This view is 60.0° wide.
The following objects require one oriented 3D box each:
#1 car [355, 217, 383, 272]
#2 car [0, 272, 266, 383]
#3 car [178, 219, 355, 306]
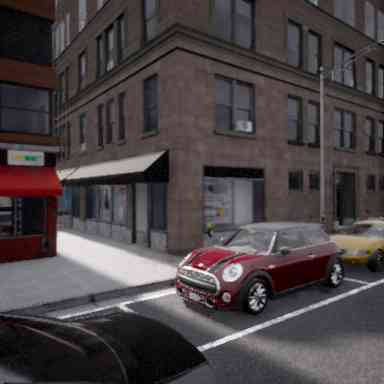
[{"bbox_3d":[5.857,1.509,10.772,4.829,1.417,1.752,0,0,-37],"label":"car"},{"bbox_3d":[-2.104,1.497,1.345,5.008,1.535,1.882,0,0,-37],"label":"car"},{"bbox_3d":[1.612,1.447,7.519,4.097,1.590,1.967,0,0,-37],"label":"car"}]
